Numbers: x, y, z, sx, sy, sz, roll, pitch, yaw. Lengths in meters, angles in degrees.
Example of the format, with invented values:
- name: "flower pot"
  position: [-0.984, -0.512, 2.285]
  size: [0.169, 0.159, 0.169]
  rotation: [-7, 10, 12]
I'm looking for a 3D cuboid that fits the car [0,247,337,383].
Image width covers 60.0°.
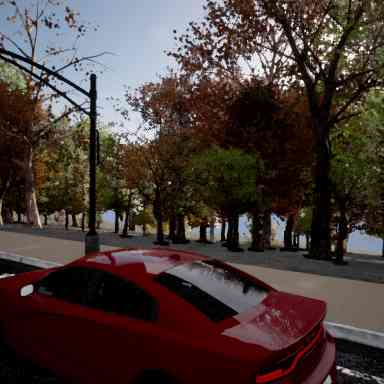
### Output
- name: "car"
  position: [-0.866, 1.477, 4.293]
  size: [5.008, 1.535, 1.882]
  rotation: [0, 0, 35]
